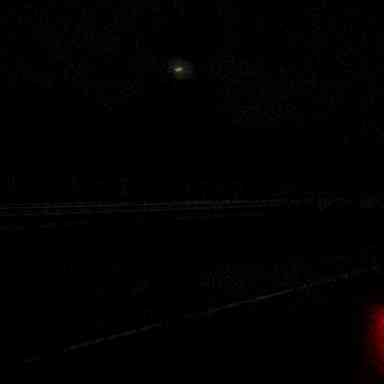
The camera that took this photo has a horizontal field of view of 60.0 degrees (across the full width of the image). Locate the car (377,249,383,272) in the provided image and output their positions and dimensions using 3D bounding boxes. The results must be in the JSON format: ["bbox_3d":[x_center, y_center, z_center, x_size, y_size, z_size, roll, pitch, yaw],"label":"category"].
[{"bbox_3d":[6.841,1.603,8.551,4.718,1.301,1.895,0,0,-35],"label":"car"}]

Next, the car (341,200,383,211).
[{"bbox_3d":[14.338,1.479,26.700,4.674,1.442,1.812,0,0,-34],"label":"car"}]

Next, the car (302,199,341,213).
[{"bbox_3d":[12.456,1.428,29.652,5.008,1.535,1.882,-1,0,-34],"label":"car"}]

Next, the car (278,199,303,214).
[{"bbox_3d":[10.556,1.425,32.592,5.008,1.535,1.882,-1,0,-34],"label":"car"}]
